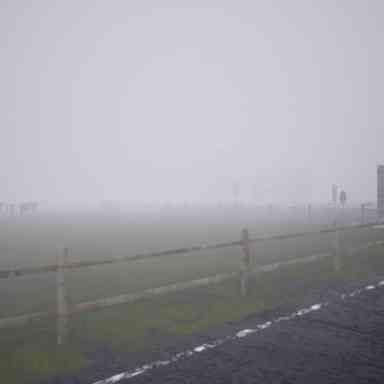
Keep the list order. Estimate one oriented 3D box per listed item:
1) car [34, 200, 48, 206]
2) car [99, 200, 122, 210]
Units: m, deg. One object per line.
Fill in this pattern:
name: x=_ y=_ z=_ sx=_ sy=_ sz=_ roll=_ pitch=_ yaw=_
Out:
car: x=-36.883 y=2.623 z=80.580 sx=5.008 sy=1.535 sz=1.882 roll=-1 pitch=0 yaw=39
car: x=-13.445 y=2.140 z=54.679 sx=2.128 sy=1.511 sz=4.902 roll=-1 pitch=-1 yaw=-44
